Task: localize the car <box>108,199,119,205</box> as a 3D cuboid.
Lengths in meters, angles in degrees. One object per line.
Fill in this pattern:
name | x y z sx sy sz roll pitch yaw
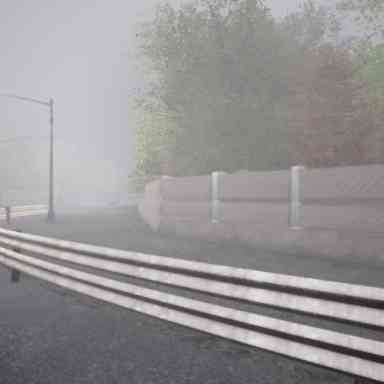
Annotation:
car | -18.937 2.429 80.251 1.994 1.385 4.181 0 -1 -1
